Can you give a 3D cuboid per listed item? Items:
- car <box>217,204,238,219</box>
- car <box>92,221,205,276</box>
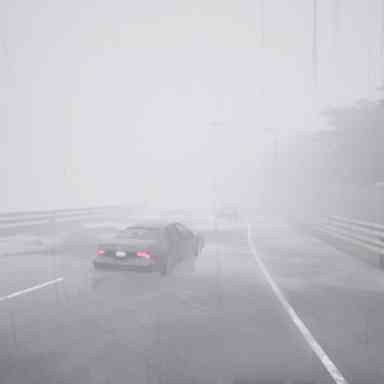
[{"bbox_3d":[3.534,1.923,33.169,1.994,1.385,4.181,0,-1,6],"label":"car"},{"bbox_3d":[-1.077,1.656,10.864,2.033,1.411,5.357,0,-1,17],"label":"car"}]
